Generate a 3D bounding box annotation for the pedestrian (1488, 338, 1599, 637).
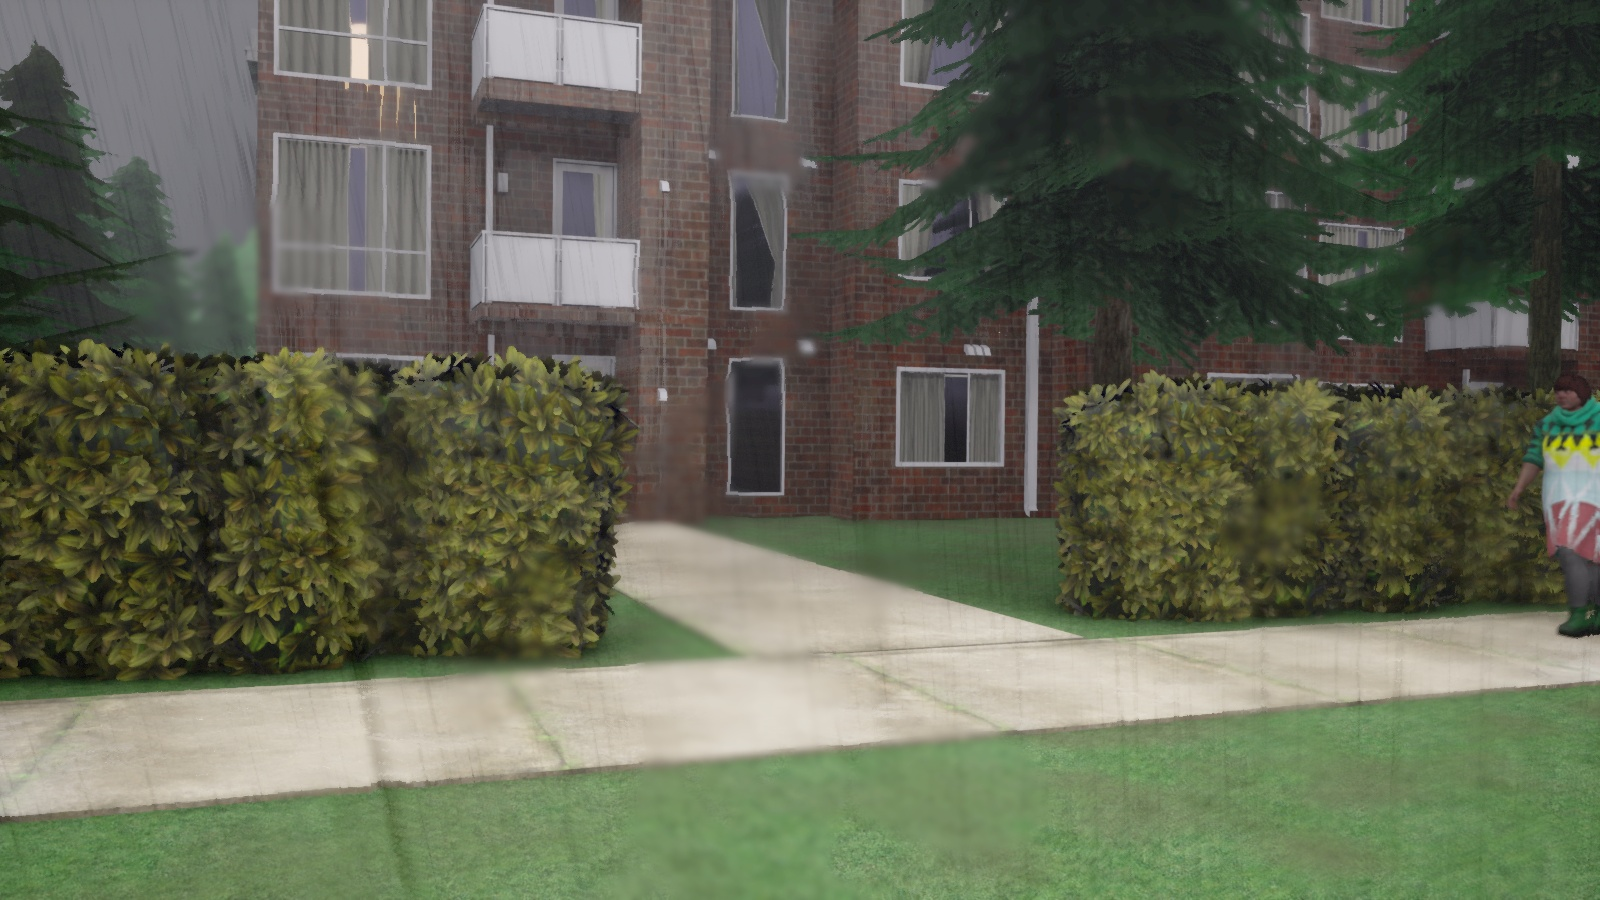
[{"bbox_3d":[5.350,0.238,8.654,0.873,1.952,0.659,-1,1,-21],"label":"pedestrian"}]
